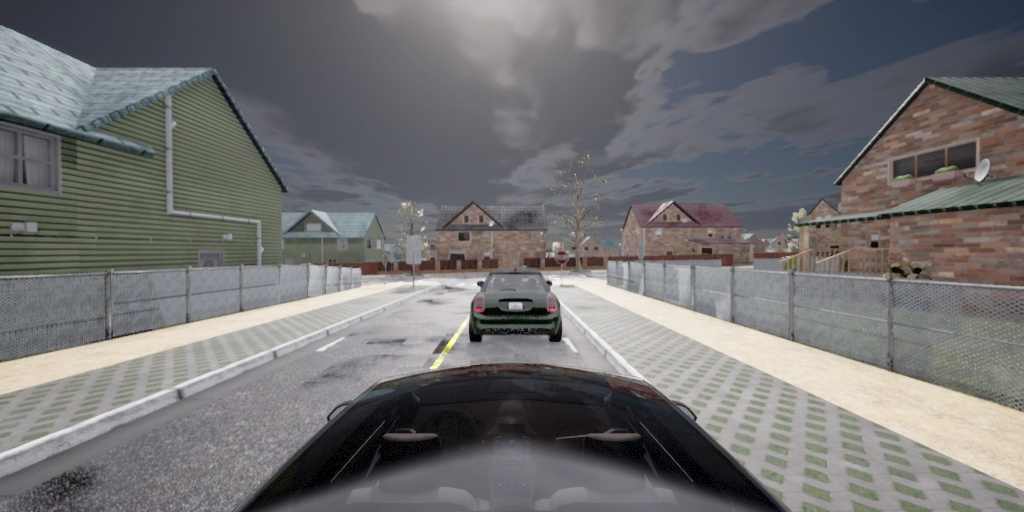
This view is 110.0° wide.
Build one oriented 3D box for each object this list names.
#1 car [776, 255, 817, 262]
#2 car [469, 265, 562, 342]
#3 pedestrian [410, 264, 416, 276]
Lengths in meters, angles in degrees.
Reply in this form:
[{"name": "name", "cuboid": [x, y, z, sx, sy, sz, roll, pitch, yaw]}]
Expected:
[{"name": "car", "cuboid": [24.982, 0.620, 32.293, 4.674, 1.442, 1.812, -1, 1, 0]}, {"name": "car", "cuboid": [0.076, 1.098, 9.872, 2.097, 1.767, 4.553, 0, 0, 0]}, {"name": "pedestrian", "cuboid": [-9.705, 1.010, 35.097, 0.375, 1.860, 0.375, 0, 2, 0]}]
